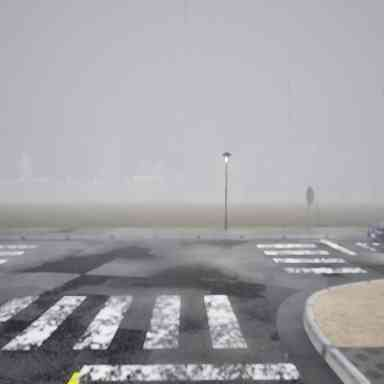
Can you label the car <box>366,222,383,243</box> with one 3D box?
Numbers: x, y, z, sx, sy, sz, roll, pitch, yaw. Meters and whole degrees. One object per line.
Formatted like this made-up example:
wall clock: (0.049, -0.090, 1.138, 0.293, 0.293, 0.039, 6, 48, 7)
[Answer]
car: (9.832, 1.551, 13.949, 4.674, 1.442, 1.812, 0, 3, -4)
